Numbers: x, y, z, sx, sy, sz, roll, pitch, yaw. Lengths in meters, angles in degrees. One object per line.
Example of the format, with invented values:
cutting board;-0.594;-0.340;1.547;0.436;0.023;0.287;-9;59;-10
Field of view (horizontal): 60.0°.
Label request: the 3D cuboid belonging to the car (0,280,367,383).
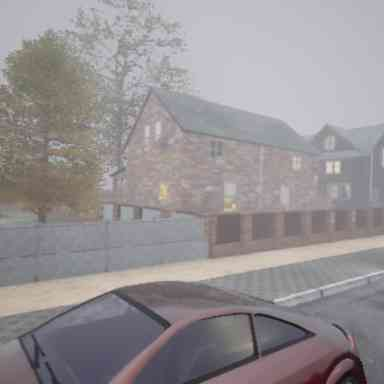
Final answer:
car;-0.375;1.572;2.799;4.181;1.385;1.994;0;0;-36
